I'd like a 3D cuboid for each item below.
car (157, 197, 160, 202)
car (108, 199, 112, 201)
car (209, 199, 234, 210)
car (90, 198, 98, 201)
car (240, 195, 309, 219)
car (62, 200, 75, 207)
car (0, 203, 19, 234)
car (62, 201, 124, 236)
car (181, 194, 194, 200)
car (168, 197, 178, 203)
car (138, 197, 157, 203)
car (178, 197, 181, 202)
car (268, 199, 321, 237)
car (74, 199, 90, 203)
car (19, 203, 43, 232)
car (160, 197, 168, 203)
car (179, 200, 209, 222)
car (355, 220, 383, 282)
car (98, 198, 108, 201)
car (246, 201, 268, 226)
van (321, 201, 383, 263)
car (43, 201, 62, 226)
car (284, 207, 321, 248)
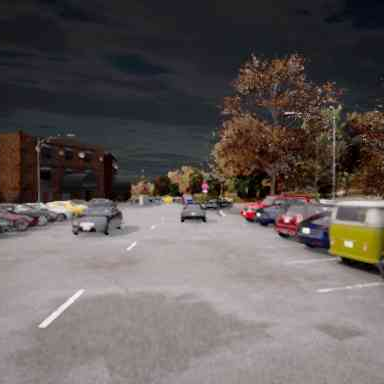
[{"bbox_3d":[-8.403,2.048,90.613,2.231,1.521,4.892,-1,-1,-35],"label":"car"},{"bbox_3d":[-11.402,1.511,39.559,4.892,1.521,2.231,-1,0,-20],"label":"car"},{"bbox_3d":[3.563,1.542,42.881,1.994,1.385,4.181,-1,0,42],"label":"car"},{"bbox_3d":[-11.409,1.541,30.762,4.674,1.452,2.002,-1,0,-20],"label":"car"},{"bbox_3d":[6.383,1.242,24.904,5.566,2.045,2.435,1,0,-20],"label":"car"},{"bbox_3d":[-11.411,1.535,24.894,4.674,1.452,2.002,-1,0,-20],"label":"car"},{"bbox_3d":[-11.417,1.486,16.091,4.892,1.521,2.231,-1,0,-20],"label":"car"},{"bbox_3d":[-5.087,1.493,18.507,2.128,1.511,4.902,0,0,0],"label":"car"},{"bbox_3d":[-0.636,1.630,63.295,2.097,1.535,5.008,0,-1,-1],"label":"car"},{"bbox_3d":[-3.447,1.885,80.442,2.231,1.521,4.892,0,0,-18],"label":"car"},{"bbox_3d":[-12.027,2.185,89.720,1.994,1.385,4.181,-1,-1,-32],"label":"car"},{"bbox_3d":[-0.995,1.455,69.282,2.435,2.045,5.566,0,-1,-7],"label":"car"},{"bbox_3d":[6.377,1.358,16.074,4.553,1.767,2.185,1,0,-20],"label":"car"},{"bbox_3d":[-11.580,1.497,27.759,5.366,1.575,1.946,-1,0,-20],"label":"car"},{"bbox_3d":[-11.383,1.518,19.038,4.792,1.488,2.163,-1,0,-20],"label":"car"},{"bbox_3d":[-5.652,1.970,85.742,2.097,1.535,5.008,-1,-1,-27],"label":"car"},{"bbox_3d":[0.107,1.574,26.562,1.994,1.385,4.181,0,0,0],"label":"car"},{"bbox_3d":[6.392,1.481,7.252,4.892,1.521,2.231,1,0,-20],"label":"car"},{"bbox_3d":[-11.414,1.505,33.696,4.892,1.521,2.231,-1,0,-20],"label":"car"},{"bbox_3d":[6.430,1.520,21.986,4.792,1.488,2.163,1,0,-20],"label":"car"},{"bbox_3d":[6.509,1.257,10.241,4.442,1.987,1.878,1,0,-20],"label":"van"},{"bbox_3d":[-11.420,1.493,21.964,4.892,1.521,2.231,-1,0,-20],"label":"car"},{"bbox_3d":[6.429,1.512,13.151,4.792,1.488,2.163,1,0,-20],"label":"car"}]
